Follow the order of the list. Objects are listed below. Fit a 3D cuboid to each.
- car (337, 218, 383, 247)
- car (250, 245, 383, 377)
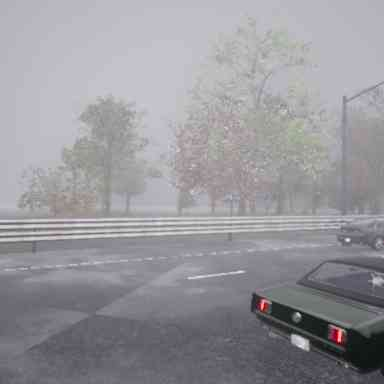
[{"bbox_3d":[9.606,2.125,17.229,4.892,1.490,1.837,2,-2,-30],"label":"car"},{"bbox_3d":[3.362,1.783,5.569,4.718,1.301,1.895,2,-2,-30],"label":"car"}]
